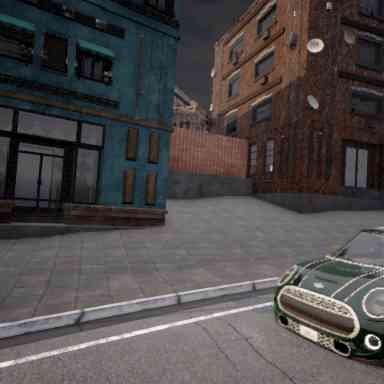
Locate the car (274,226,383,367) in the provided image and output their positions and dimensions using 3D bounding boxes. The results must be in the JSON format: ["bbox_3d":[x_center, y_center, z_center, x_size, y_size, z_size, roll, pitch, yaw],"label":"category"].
[{"bbox_3d":[3.616,1.400,5.714,4.553,1.767,2.097,1,-1,-28],"label":"car"}]
